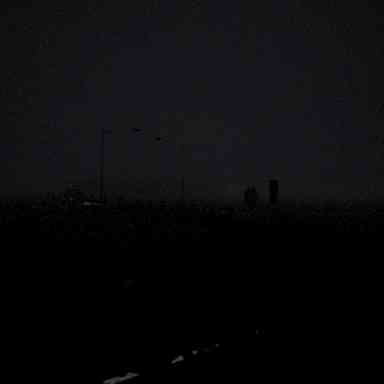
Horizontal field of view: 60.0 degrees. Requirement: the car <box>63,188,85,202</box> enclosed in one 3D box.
[{"bbox_3d":[-18.055,0.481,50.590,2.150,2.045,5.566,1,0,-34],"label":"car"}]
